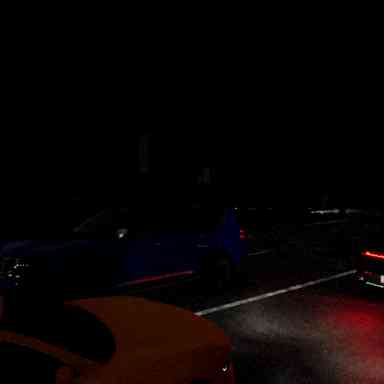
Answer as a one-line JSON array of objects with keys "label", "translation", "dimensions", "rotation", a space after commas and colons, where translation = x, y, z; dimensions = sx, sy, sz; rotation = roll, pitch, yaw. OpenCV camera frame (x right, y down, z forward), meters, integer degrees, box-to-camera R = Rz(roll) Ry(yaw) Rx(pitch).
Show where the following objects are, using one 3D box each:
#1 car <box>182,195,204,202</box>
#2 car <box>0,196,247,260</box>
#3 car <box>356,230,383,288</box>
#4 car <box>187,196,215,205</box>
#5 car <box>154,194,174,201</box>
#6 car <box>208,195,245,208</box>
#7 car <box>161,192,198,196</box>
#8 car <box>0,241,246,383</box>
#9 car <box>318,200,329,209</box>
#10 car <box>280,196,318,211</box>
[{"label": "car", "translation": [0.073, 1.308, 66.972], "dimensions": [1.895, 1.301, 4.718], "rotation": [-1, 0, -39]}, {"label": "car", "translation": [-1.252, 1.216, 7.395], "dimensions": [5.566, 2.045, 2.150], "rotation": [0, 0, -36]}, {"label": "car", "translation": [5.825, 1.468, 7.922], "dimensions": [4.892, 1.490, 1.837], "rotation": [0, 0, -36]}, {"label": "car", "translation": [1.380, 1.366, 53.875], "dimensions": [1.895, 1.301, 4.718], "rotation": [-1, 0, -39]}, {"label": "car", "translation": [-6.278, 1.238, 74.749], "dimensions": [2.128, 1.511, 4.902], "rotation": [-1, 0, -38]}, {"label": "car", "translation": [4.508, 1.268, 44.401], "dimensions": [1.882, 1.535, 5.008], "rotation": [-1, 0, -39]}, {"label": "car", "translation": [-2.046, 1.017, 52.546], "dimensions": [2.150, 2.045, 5.566], "rotation": [-1, 0, -39]}, {"label": "car", "translation": [-1.879, 1.478, 2.388], "dimensions": [5.008, 1.535, 1.882], "rotation": [0, 0, -36]}, {"label": "car", "translation": [13.472, 1.260, 38.854], "dimensions": [1.837, 1.490, 4.892], "rotation": [-1, 0, -39]}, {"label": "car", "translation": [10.658, 1.333, 36.767], "dimensions": [2.033, 1.411, 5.357], "rotation": [-1, 0, -39]}]
